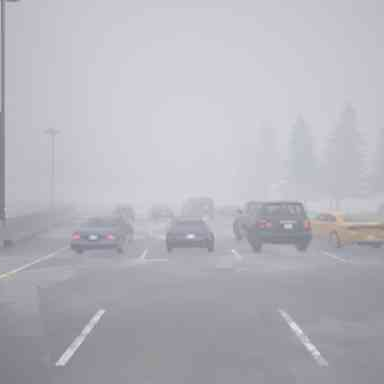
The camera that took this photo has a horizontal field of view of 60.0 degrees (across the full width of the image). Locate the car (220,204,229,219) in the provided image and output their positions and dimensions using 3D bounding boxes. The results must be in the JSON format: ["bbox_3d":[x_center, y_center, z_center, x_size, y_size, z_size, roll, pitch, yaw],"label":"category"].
[{"bbox_3d":[3.836,1.878,33.091,1.994,1.385,4.181,0,-1,-16],"label":"car"}]

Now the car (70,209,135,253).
[{"bbox_3d":[-3.649,1.684,14.297,2.033,1.411,5.357,0,-1,-4],"label":"car"}]

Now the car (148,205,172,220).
[{"bbox_3d":[-2.937,1.861,31.312,1.994,1.385,4.181,0,-1,-16],"label":"car"}]

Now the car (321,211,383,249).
[{"bbox_3d":[6.784,1.625,15.411,1.882,1.535,5.008,0,0,-4],"label":"car"}]

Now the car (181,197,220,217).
[{"bbox_3d":[0.526,1.520,31.966,2.150,2.045,5.566,0,0,-15],"label":"car"}]

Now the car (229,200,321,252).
[{"bbox_3d":[3.337,1.357,14.742,2.150,2.045,5.566,0,0,-4],"label":"car"}]

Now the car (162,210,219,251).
[{"bbox_3d":[-0.188,1.706,14.827,1.994,1.385,4.181,0,0,-4],"label":"car"}]

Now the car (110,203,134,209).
[{"bbox_3d":[-6.320,1.796,30.420,1.837,1.490,4.892,0,0,-16],"label":"car"}]

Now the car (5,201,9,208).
[{"bbox_3d":[-32.672,1.888,56.507,2.097,1.767,4.553,0,-1,-42],"label":"car"}]
